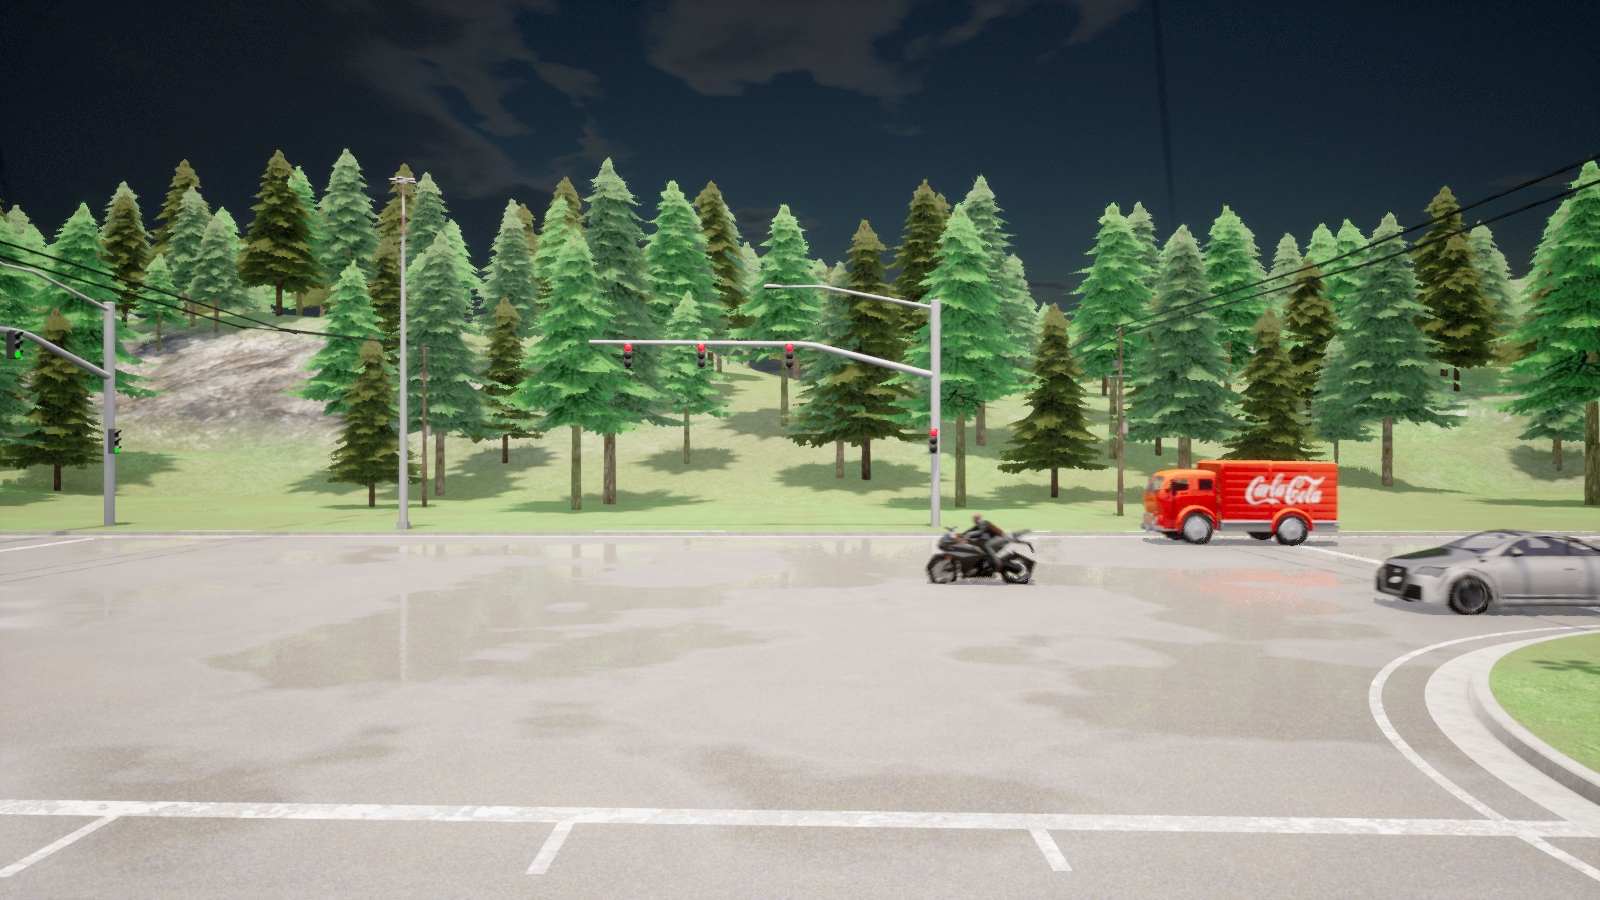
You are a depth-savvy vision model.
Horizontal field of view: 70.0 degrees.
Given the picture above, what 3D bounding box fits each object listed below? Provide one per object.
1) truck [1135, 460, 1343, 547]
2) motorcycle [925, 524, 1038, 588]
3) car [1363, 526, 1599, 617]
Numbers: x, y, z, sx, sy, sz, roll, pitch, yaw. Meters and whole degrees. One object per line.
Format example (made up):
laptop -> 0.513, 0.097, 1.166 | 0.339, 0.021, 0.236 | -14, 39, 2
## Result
truck -> 12.995, 1.549, 34.144 | 5.204, 2.467, 2.627 | 0, 0, 0
motorcycle -> 3.736, 2.189, 23.702 | 2.209, 1.251, 0.867 | 0, 0, 0
car -> 12.502, 2.105, 20.148 | 4.181, 1.385, 1.994 | 0, 0, 0
